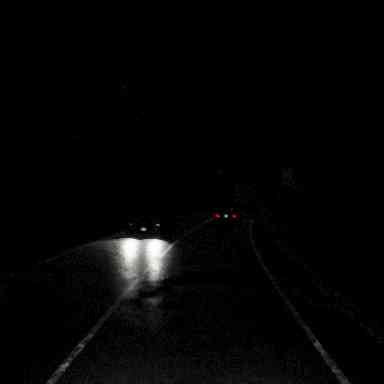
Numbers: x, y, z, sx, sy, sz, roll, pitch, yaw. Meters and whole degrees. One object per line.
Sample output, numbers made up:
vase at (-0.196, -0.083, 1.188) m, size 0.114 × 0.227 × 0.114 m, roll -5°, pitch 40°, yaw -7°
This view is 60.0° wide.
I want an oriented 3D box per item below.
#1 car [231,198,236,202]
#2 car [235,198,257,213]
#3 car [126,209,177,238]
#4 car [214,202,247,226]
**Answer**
car at (8.056, 1.872, 59.231) m, size 1.812 × 1.442 × 4.674 m, roll 1°, pitch 0°, yaw 14°
car at (6.952, 1.769, 41.256) m, size 1.882 × 1.535 × 5.008 m, roll 1°, pitch 0°, yaw 15°
car at (-2.079, 1.625, 18.125) m, size 1.994 × 1.385 × 4.181 m, roll 1°, pitch 0°, yaw 9°
car at (2.800, 1.705, 24.925) m, size 2.033 × 1.411 × 5.357 m, roll 1°, pitch 0°, yaw 11°
